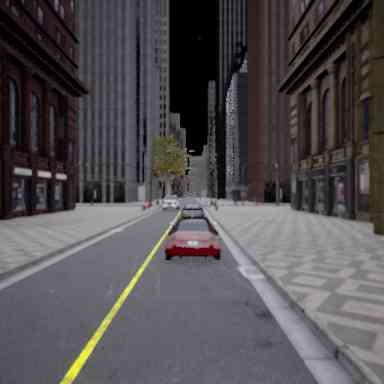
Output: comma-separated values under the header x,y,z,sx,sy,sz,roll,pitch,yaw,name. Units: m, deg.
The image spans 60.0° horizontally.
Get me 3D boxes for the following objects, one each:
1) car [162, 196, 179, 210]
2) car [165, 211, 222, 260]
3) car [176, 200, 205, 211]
x,y,z,sx,sy,sz,roll,pitch,yaw,name
-3.014,1.520,47.606,2.150,2.045,5.566,0,-1,1,car
0.054,1.642,12.848,1.994,1.385,4.181,0,0,1,car
0.055,1.657,27.535,2.128,1.511,4.902,0,0,1,car
